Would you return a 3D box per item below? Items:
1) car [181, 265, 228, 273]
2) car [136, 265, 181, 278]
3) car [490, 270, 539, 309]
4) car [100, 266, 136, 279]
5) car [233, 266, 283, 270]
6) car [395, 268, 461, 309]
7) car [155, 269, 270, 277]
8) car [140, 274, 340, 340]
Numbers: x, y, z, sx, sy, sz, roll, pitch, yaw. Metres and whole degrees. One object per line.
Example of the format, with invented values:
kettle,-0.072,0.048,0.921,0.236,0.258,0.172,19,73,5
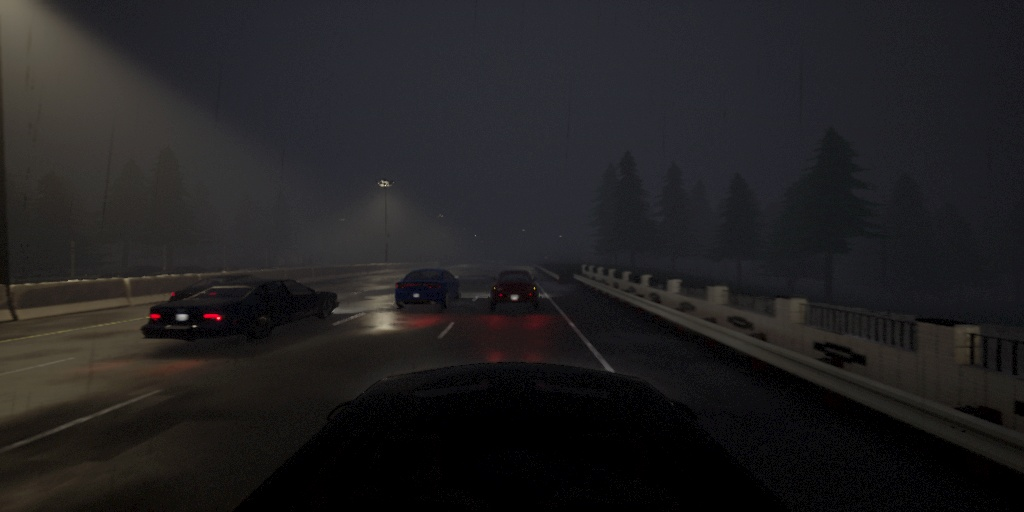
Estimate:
car,-24.416,1.544,30.026,1.895,1.301,4.718,0,0,0
car,-27.911,1.512,30.436,2.033,1.411,5.357,0,0,0
car,0.102,1.282,14.954,1.812,1.442,4.674,0,0,0
car,-31.416,1.512,30.121,1.812,1.442,4.674,0,0,1
car,-20.911,1.525,30.386,1.895,1.301,4.718,0,0,0
car,-3.397,1.255,15.227,1.882,1.535,5.008,0,0,0
car,-10.406,1.378,13.622,1.994,1.385,4.181,0,0,0
car,-6.925,1.335,10.048,2.033,1.411,5.357,0,0,0
